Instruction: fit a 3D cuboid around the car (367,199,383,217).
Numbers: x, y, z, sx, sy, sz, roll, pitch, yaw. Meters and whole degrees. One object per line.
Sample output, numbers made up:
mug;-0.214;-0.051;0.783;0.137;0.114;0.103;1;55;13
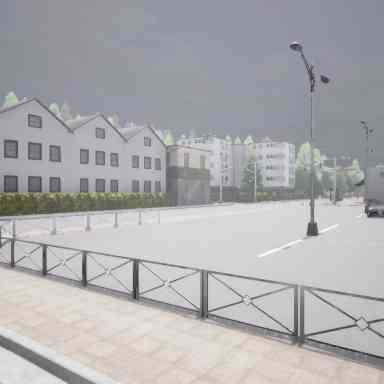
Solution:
car;15.406;1.298;26.817;2.007;1.523;4.514;0;0;35
